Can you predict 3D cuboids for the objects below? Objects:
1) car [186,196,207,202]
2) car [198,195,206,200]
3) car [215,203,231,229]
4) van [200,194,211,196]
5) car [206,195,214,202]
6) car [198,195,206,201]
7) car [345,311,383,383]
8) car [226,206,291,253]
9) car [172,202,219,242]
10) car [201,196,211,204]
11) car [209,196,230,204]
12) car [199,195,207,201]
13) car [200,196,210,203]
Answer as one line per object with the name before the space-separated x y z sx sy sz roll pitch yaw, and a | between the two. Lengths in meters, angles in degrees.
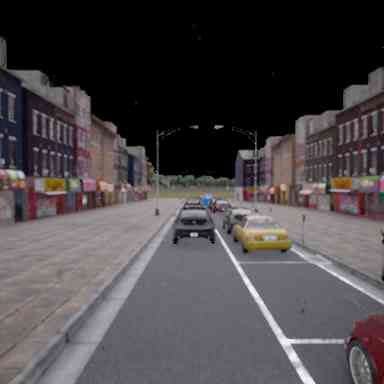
car | 0.090 1.440 32.468 2.128 1.511 4.902 0 0 0
car | 2.612 1.420 90.740 2.008 1.369 4.403 -1 0 0
car | 2.620 1.520 18.818 2.008 1.369 4.403 -1 0 0
van | 2.612 1.261 52.013 1.690 1.788 3.998 -1 0 0
car | 3.019 1.461 41.556 1.812 1.442 4.674 0 0 0
car | 2.613 1.458 85.208 1.802 1.307 4.206 -1 0 0
car | 2.622 1.578 2.221 1.802 1.307 4.206 -1 0 0
car | 2.620 1.503 13.456 1.752 1.417 4.829 -1 0 0
car | 0.090 1.480 16.041 1.837 1.490 4.892 0 1 0
car | 2.614 1.430 63.248 1.752 1.417 4.829 -1 0 0
car | 3.020 1.471 34.554 1.812 1.442 4.674 0 0 0
car | 2.613 1.408 79.845 1.752 1.417 4.829 -1 0 0
car | 2.615 1.463 68.611 1.947 1.339 4.313 -1 0 0
